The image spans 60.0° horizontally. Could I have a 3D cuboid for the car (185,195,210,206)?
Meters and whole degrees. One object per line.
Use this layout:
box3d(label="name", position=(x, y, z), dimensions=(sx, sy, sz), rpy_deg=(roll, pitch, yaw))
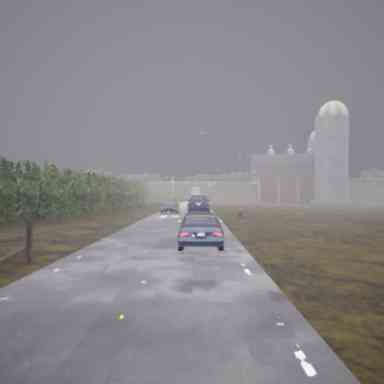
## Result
box3d(label="car", position=(0.662, 1.296, 33.726), dimensions=(2.150, 2.045, 5.566), rpy_deg=(0, 0, 1))

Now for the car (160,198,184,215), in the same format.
box3d(label="car", position=(-2.255, 1.632, 35.493), dimensions=(2.033, 1.411, 5.357), rpy_deg=(0, 0, 1))

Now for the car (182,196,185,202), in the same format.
box3d(label="car", position=(-1.508, 1.727, 77.536), dimensions=(1.812, 1.442, 4.674), rpy_deg=(0, -1, 1))

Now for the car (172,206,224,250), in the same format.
box3d(label="car", position=(0.364, 1.568, 14.395), dimensions=(2.033, 1.411, 5.357), rpy_deg=(0, 0, 1))
